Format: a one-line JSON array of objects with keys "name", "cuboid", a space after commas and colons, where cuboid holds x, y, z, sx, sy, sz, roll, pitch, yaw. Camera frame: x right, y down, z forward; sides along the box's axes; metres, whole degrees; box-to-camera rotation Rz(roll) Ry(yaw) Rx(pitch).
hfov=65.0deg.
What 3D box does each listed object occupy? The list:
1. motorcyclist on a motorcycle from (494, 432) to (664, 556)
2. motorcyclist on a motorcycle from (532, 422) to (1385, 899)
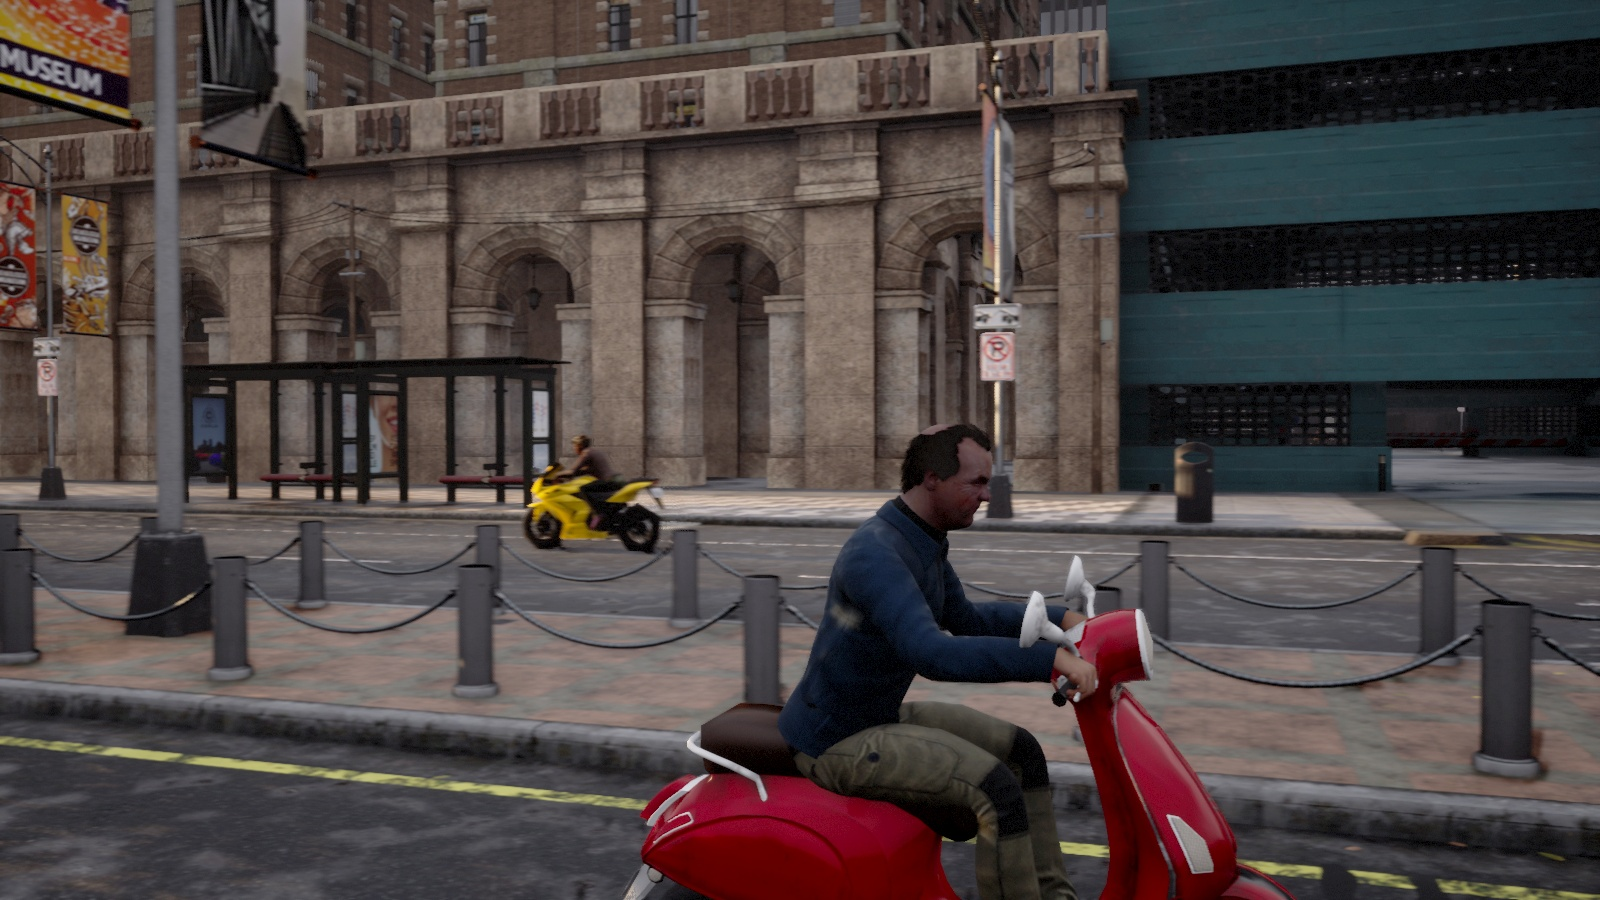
[{"name": "motorcyclist on a motorcycle", "cuboid": [-2.864, 0.537, 16.283, 2.044, 1.523, 0.797, 1, 1, 19]}, {"name": "motorcyclist on a motorcycle", "cuboid": [0.370, 0.732, 3.066, 1.817, 1.590, 0.866, 1, 1, 19]}]
